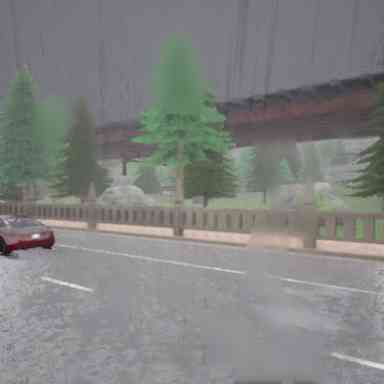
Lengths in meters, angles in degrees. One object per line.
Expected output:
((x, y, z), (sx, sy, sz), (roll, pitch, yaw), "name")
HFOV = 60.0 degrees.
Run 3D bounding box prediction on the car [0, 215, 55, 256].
((-7.478, 1.619, 13.459), (4.181, 1.385, 1.994), (0, 0, 33), "car")
